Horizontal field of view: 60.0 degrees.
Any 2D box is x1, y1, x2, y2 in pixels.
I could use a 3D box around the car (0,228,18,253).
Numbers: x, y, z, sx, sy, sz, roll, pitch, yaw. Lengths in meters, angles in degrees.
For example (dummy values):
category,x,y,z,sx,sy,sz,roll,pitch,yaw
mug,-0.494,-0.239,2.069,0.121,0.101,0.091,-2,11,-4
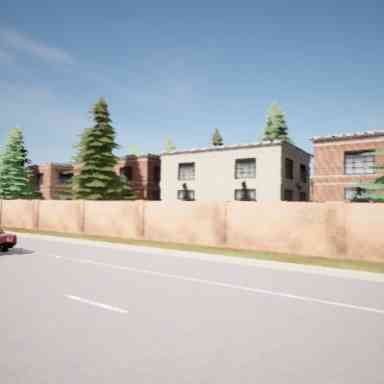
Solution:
category,x,y,z,sx,sy,sz,roll,pitch,yaw
car,-10.159,2.098,15.380,4.718,1.301,1.895,-1,-3,35
